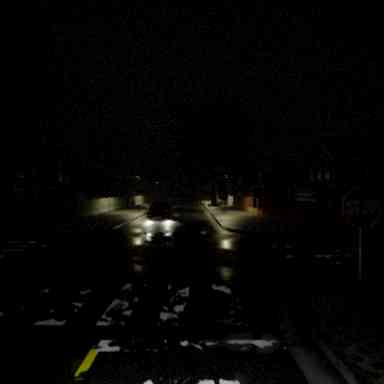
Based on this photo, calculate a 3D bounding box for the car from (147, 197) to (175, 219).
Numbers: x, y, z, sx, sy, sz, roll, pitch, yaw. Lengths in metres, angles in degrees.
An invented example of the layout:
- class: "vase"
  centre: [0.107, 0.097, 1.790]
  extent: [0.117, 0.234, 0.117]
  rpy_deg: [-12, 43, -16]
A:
- class: "car"
  centre: [-2.757, 1.475, 29.158]
  extent: [1.882, 1.535, 5.008]
  rpy_deg: [0, 0, 0]

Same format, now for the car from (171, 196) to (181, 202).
- class: "car"
  centre: [-2.763, 1.323, 55.239]
  extent: [1.812, 1.442, 4.674]
  rpy_deg: [0, 0, 0]
